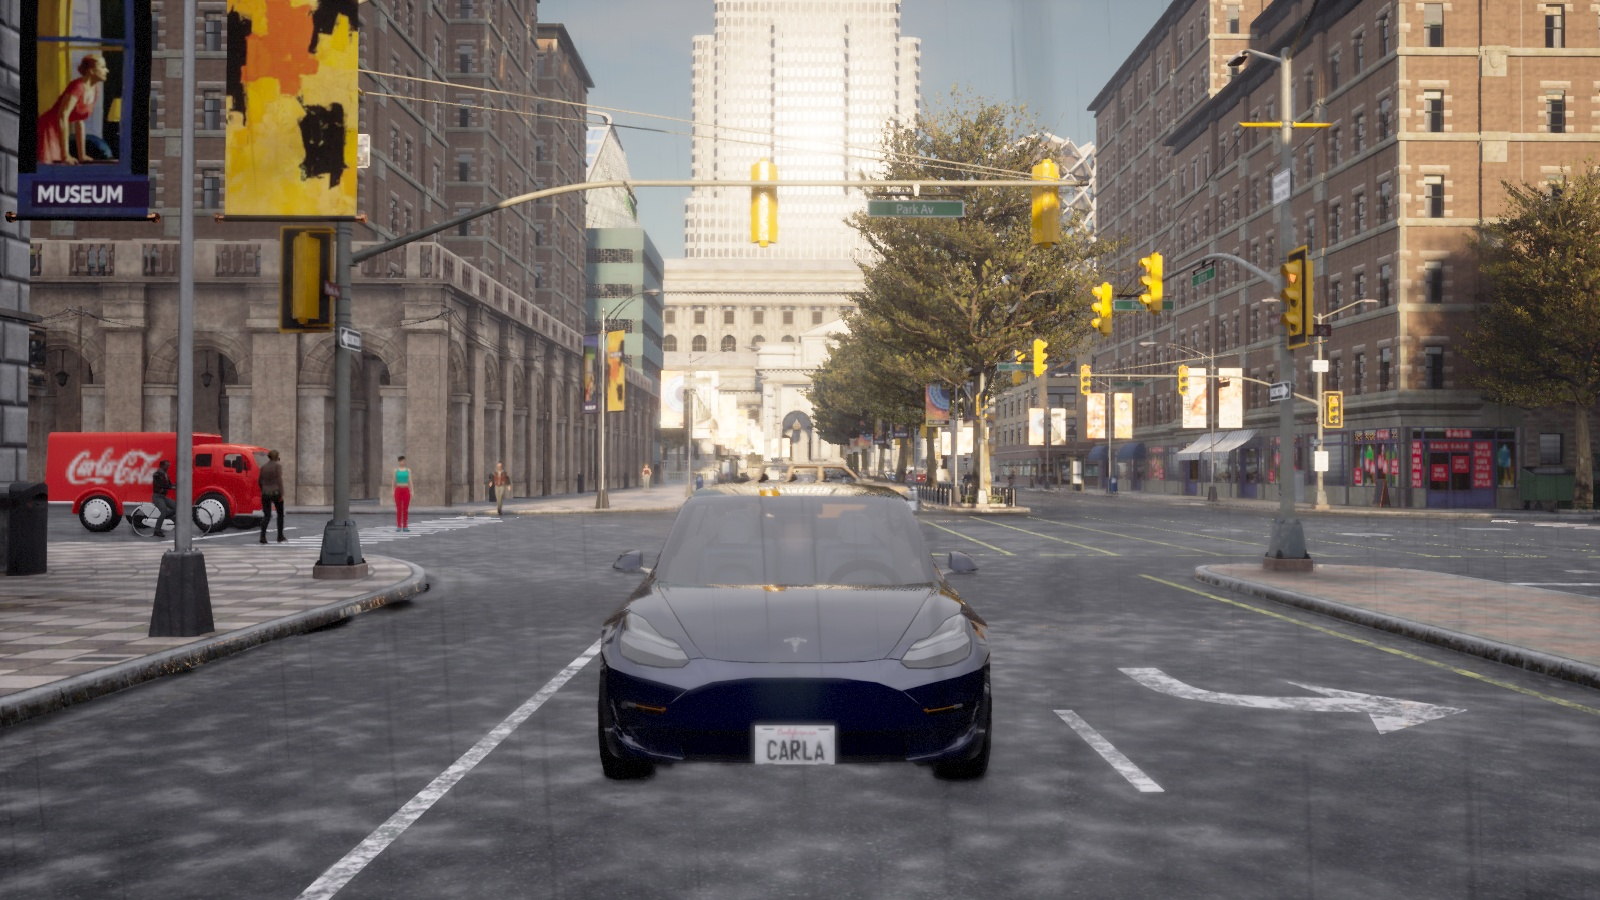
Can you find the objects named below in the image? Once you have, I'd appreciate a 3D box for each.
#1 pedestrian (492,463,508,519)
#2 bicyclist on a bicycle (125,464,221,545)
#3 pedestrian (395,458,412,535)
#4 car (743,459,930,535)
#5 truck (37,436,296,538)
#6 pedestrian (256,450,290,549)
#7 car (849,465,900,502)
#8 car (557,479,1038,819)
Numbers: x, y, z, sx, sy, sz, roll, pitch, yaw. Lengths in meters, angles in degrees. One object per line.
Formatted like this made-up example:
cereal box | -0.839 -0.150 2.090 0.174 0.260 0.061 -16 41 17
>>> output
pedestrian | -10.058 1.360 42.072 0.376 1.854 0.720 0 -1 0
bicyclist on a bicycle | -14.120 1.216 28.301 1.843 1.776 0.659 0 -1 0
pedestrian | -9.557 1.116 30.254 0.345 1.836 0.594 0 -1 -23
car | 0.886 1.163 31.928 4.605 1.855 1.932 0 -1 0
truck | -15.897 0.922 31.792 5.204 2.467 2.627 0 -1 -1
pedestrian | -9.924 0.920 23.662 0.331 1.846 0.634 0 -1 3
car | 3.435 1.566 58.898 2.152 1.651 5.027 0 -1 1
car | -0.020 0.950 8.059 2.163 1.488 4.792 0 -1 0
